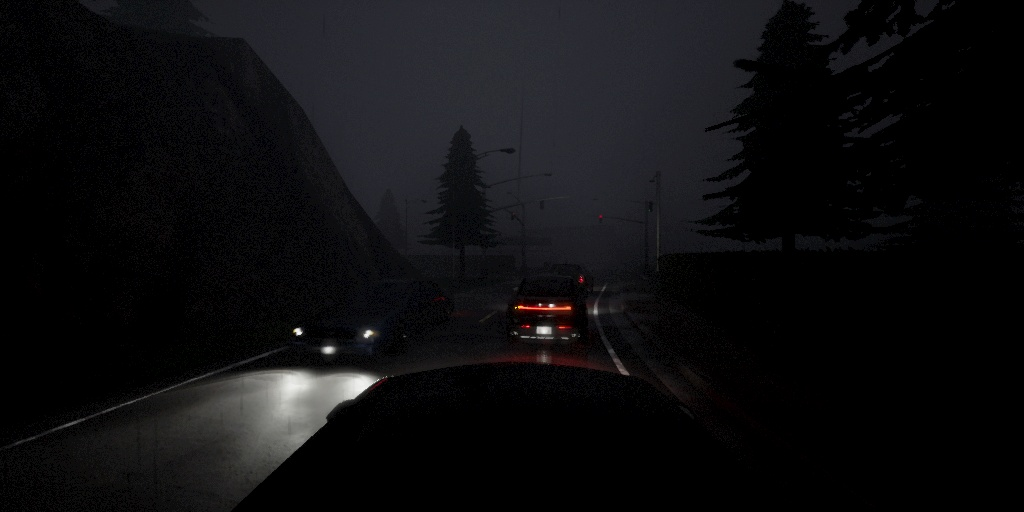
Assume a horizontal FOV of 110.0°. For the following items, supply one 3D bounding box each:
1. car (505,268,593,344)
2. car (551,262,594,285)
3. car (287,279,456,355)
[{"bbox_3d":[1.020,1.255,9.637,1.837,1.490,4.892,0,0,9],"label":"car"},{"bbox_3d":[3.022,1.102,18.558,2.097,1.767,4.553,0,0,17],"label":"car"},{"bbox_3d":[-2.929,1.297,9.039,2.033,1.411,5.357,0,0,8],"label":"car"}]
